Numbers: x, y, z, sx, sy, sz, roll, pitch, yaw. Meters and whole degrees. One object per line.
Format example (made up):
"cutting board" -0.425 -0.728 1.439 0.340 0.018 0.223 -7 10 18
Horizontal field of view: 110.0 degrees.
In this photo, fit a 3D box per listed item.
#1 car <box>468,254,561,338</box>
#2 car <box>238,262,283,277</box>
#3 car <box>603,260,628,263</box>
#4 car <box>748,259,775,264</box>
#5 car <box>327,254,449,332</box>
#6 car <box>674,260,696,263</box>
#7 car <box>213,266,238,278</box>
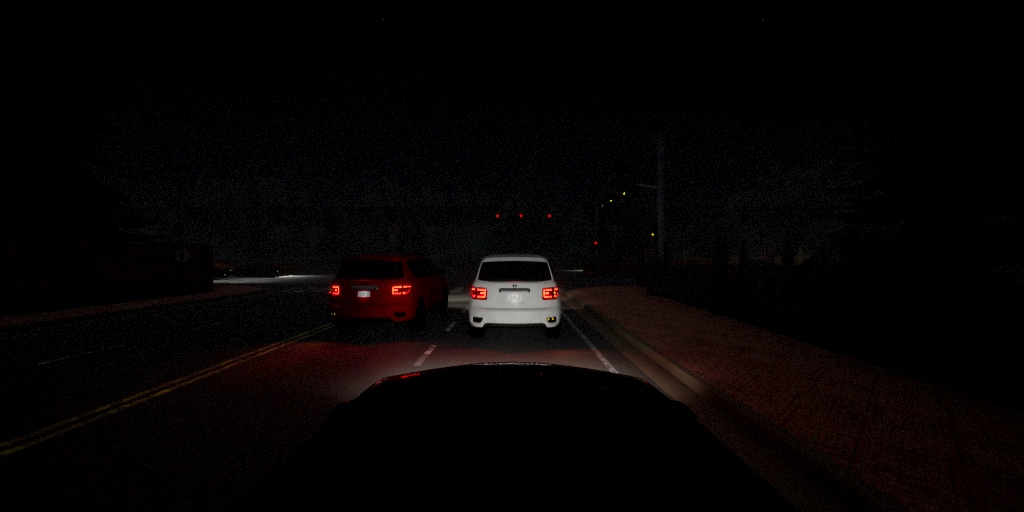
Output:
"car" 0.081 0.971 10.303 2.150 2.045 5.566 0 0 1
"car" -24.933 1.314 35.104 4.181 1.385 1.994 0 0 0
"car" 13.593 1.255 49.039 4.892 1.490 1.837 0 0 0
"car" 33.207 1.221 48.938 4.892 1.490 1.837 -1 0 0
"car" -3.419 0.971 10.985 2.150 2.045 5.566 0 0 0
"car" 23.361 1.297 48.978 5.357 1.411 2.033 0 0 0
"car" -27.514 1.350 31.622 4.718 1.301 1.895 0 0 0
